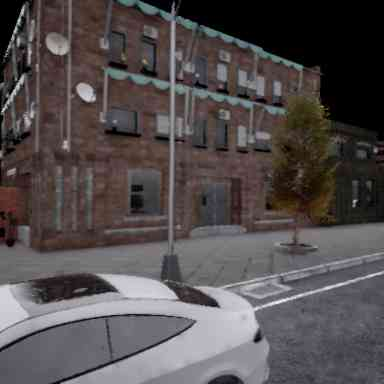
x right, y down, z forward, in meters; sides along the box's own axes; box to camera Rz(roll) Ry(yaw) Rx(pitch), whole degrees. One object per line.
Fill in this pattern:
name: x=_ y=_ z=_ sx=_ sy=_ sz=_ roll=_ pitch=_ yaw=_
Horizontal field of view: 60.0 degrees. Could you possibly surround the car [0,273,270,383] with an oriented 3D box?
car: x=-1.349 y=1.526 z=2.724 sx=4.674 sy=1.442 sz=1.812 roll=0 pitch=0 yaw=-35
